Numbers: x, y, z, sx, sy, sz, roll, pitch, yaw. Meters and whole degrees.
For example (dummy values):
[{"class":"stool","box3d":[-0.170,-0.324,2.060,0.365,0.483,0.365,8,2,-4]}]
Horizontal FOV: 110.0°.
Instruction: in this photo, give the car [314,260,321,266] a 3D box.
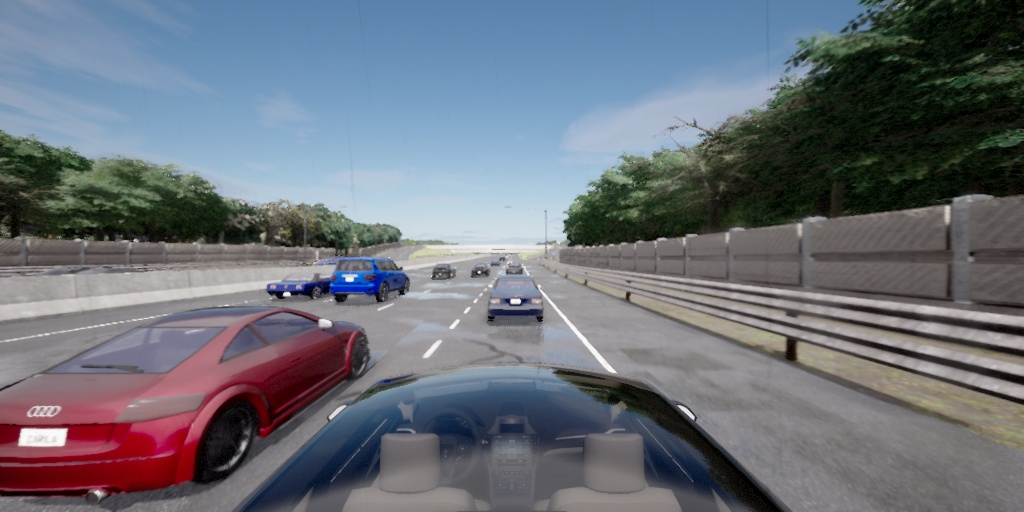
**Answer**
[{"class":"car","box3d":[-24.334,1.121,48.131,2.150,2.045,5.566,0,1,1]}]

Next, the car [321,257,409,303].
[{"class":"car","box3d":[-6.866,1.107,17.875,2.150,2.045,5.566,0,0,0]}]

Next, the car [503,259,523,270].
[{"class":"car","box3d":[0.267,1.449,40.089,2.128,1.511,4.902,0,0,0]}]

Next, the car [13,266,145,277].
[{"class":"car","box3d":[-21.060,1.367,18.400,1.882,1.535,5.008,0,0,0]}]

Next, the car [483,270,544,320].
[{"class":"car","box3d":[0.118,1.393,12.997,2.033,1.411,5.357,0,0,0]}]

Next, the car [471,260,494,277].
[{"class":"car","box3d":[-3.341,1.487,39.205,1.812,1.442,4.674,0,0,0]}]

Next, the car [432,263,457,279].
[{"class":"car","box3d":[-6.763,1.473,36.259,1.837,1.490,4.892,0,0,0]}]

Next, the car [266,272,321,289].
[{"class":"car","box3d":[-10.363,1.494,18.749,1.895,1.301,4.718,0,0,0]}]

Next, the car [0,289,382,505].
[{"class":"car","box3d":[-3.498,1.339,4.682,1.994,1.385,4.181,0,0,0]}]

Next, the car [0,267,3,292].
[{"class":"car","box3d":[-31.557,1.385,18.996,2.128,1.511,4.902,0,0,0]}]

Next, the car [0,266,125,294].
[{"class":"car","box3d":[-28.041,1.429,22.658,1.837,1.490,4.892,0,0,0]}]

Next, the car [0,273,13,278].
[{"class":"car","box3d":[-24.569,1.475,16.677,1.895,1.301,4.718,0,0,0]}]
